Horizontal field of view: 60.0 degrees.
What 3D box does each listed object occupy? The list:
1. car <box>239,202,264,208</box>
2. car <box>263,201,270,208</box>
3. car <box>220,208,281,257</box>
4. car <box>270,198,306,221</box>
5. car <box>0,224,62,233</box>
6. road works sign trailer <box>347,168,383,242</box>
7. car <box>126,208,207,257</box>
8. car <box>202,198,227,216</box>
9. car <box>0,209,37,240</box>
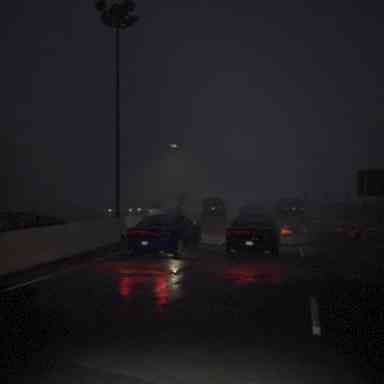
[{"bbox_3d":[5.680,1.934,33.410,1.994,1.385,4.181,0,-1,4],"label":"car"},{"bbox_3d":[9.334,1.938,42.387,1.882,1.535,5.008,0,0,0],"label":"car"},{"bbox_3d":[2.605,1.630,13.746,1.882,1.535,5.008,0,-1,15],"label":"car"},{"bbox_3d":[8.912,1.546,30.738,2.150,2.045,5.566,0,-1,6],"label":"car"},{"bbox_3d":[-7.956,1.713,15.612,2.128,1.511,4.902,0,-1,14],"label":"car"},{"bbox_3d":[9.282,0.615,16.116,2.380,3.560,2.880,0,-1,-7],"label":"road works sign trailer"},{"bbox_3d":[-0.968,1.648,13.948,1.882,1.535,5.008,0,-1,16],"label":"car"},{"bbox_3d":[2.101,1.587,31.738,2.150,2.045,5.566,0,-1,5],"label":"car"},{"bbox_3d":[-10.924,1.768,18.077,1.837,1.490,4.892,0,-1,14],"label":"car"}]
